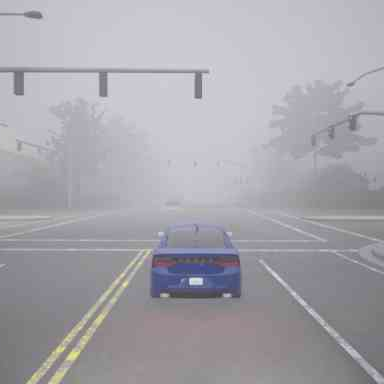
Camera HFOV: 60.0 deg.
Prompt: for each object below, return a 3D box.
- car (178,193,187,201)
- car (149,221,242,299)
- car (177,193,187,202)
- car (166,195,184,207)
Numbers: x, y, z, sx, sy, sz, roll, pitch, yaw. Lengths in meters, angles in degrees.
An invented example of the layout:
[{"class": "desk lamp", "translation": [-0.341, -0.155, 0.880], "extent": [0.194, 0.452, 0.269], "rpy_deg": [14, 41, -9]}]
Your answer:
[{"class": "car", "translation": [-2.529, 1.551, 69.970], "extent": [1.994, 1.385, 4.181], "rpy_deg": [0, 0, 0]}, {"class": "car", "translation": [0.086, 1.477, 8.537], "extent": [1.882, 1.535, 5.008], "rpy_deg": [0, 0, 0]}, {"class": "car", "translation": [-2.439, 1.223, 80.583], "extent": [2.150, 2.045, 5.566], "rpy_deg": [0, 0, 0]}, {"class": "car", "translation": [-2.771, 1.563, 50.895], "extent": [1.994, 1.385, 4.181], "rpy_deg": [0, 0, 1]}]
